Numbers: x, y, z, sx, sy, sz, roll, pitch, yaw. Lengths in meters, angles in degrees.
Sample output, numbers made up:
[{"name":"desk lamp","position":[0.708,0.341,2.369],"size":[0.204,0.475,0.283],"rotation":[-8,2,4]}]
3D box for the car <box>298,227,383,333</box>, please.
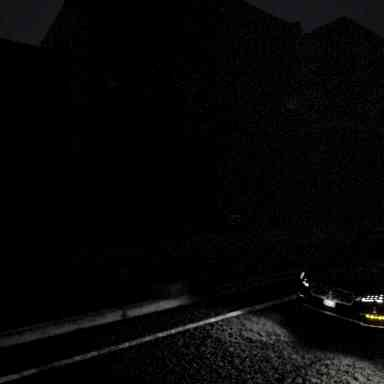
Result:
[{"name":"car","position":[4.134,1.500,6.607],"size":[4.892,1.490,1.837],"rotation":[0,0,-35]}]
